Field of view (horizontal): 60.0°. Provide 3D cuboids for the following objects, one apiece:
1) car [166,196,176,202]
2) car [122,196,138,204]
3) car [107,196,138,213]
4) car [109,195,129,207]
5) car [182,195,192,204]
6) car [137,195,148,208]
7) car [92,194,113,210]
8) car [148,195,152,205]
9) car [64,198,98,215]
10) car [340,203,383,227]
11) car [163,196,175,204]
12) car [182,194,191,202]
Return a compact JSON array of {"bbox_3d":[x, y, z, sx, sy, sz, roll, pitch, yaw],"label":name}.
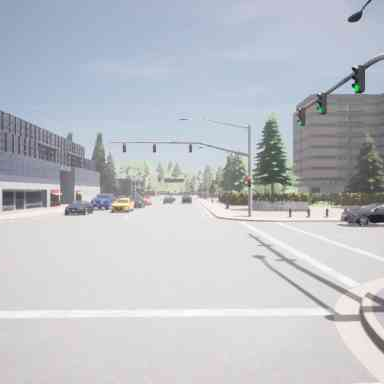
[{"bbox_3d":[-4.718,1.510,75.222,1.895,1.301,4.718,0,0,-1],"label":"car"},{"bbox_3d":[-11.595,1.492,62.937,2.128,1.511,4.902,0,0,0],"label":"car"},{"bbox_3d":[-7.806,1.478,37.817,1.882,1.535,5.008,0,0,-1],"label":"car"},{"bbox_3d":[-11.499,1.352,52.678,2.097,1.767,4.553,0,0,-1],"label":"car"},{"bbox_3d":[-0.976,1.505,64.910,1.837,1.490,4.892,0,0,-1],"label":"car"},{"bbox_3d":[-7.929,1.352,47.054,2.097,1.767,4.553,0,0,-1],"label":"car"},{"bbox_3d":[-11.375,1.222,42.778,2.150,2.045,5.566,0,0,-1],"label":"car"},{"bbox_3d":[-8.050,1.352,57.168,2.097,1.767,4.553,0,0,-1],"label":"car"},{"bbox_3d":[-11.242,1.564,33.426,1.994,1.385,4.181,0,0,-1],"label":"car"},{"bbox_3d":[12.502,1.492,22.191,4.902,1.511,2.128,0,0,-1],"label":"car"},{"bbox_3d":[-4.573,1.547,64.587,2.033,1.411,5.357,0,0,-1],"label":"car"},{"bbox_3d":[-1.213,1.355,74.976,2.097,1.767,4.553,0,0,-1],"label":"car"}]
